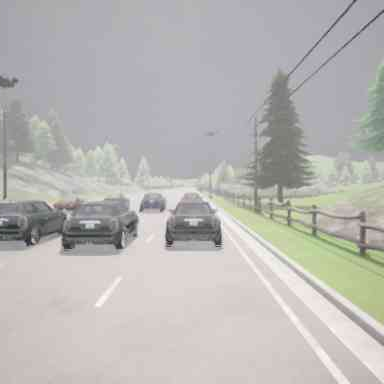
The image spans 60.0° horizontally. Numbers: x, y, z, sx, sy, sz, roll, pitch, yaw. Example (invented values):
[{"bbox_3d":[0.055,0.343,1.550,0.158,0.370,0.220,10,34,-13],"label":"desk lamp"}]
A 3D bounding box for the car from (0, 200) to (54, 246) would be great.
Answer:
[{"bbox_3d":[-6.947,1.113,14.128,2.097,1.767,4.553,0,1,0],"label":"car"}]

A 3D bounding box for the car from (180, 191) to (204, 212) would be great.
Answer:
[{"bbox_3d":[-0.003,0.831,30.877,2.097,1.767,4.553,0,1,0],"label":"car"}]

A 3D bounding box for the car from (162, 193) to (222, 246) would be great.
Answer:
[{"bbox_3d":[0.052,1.113,14.115,2.097,1.767,4.553,0,1,0],"label":"car"}]

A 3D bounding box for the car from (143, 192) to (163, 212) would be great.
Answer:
[{"bbox_3d":[-3.503,0.832,30.867,2.097,1.767,4.553,0,1,0],"label":"car"}]

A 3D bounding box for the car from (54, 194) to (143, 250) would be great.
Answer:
[{"bbox_3d":[-3.447,1.126,13.341,2.097,1.767,4.553,0,1,0],"label":"car"}]

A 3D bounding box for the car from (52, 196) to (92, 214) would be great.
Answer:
[{"bbox_3d":[-10.498,1.103,29.568,1.895,1.301,4.718,0,1,0],"label":"car"}]

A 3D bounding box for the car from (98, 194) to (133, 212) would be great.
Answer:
[{"bbox_3d":[-7.004,0.968,31.099,2.128,1.511,4.902,0,1,0],"label":"car"}]
